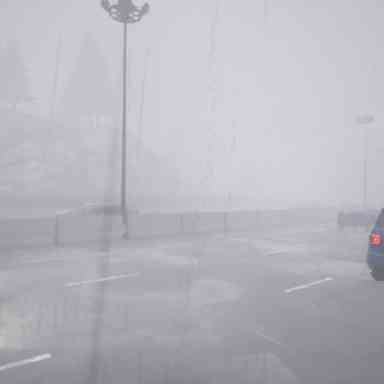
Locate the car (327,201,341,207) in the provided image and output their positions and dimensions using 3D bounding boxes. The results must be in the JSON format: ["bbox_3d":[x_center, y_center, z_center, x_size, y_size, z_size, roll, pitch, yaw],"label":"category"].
[{"bbox_3d":[23.195,2.146,53.923,1.812,1.442,4.674,0,-1,34],"label":"car"}]

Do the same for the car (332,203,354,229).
[{"bbox_3d":[11.941,1.763,23.317,5.008,1.535,1.882,1,-1,-45],"label":"car"}]

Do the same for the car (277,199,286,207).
[{"bbox_3d":[18.314,2.181,65.769,2.128,1.511,4.902,0,0,30],"label":"car"}]

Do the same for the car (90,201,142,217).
[{"bbox_3d":[-7.679,1.694,34.012,4.892,1.490,1.837,1,0,-42],"label":"car"}]

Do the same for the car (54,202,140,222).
[{"bbox_3d":[-6.146,1.612,21.542,4.892,1.490,1.837,1,0,-39],"label":"car"}]

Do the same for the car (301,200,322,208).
[{"bbox_3d":[20.816,2.111,56.666,2.128,1.511,4.902,0,0,34],"label":"car"}]

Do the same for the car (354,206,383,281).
[{"bbox_3d":[6.860,1.353,9.170,5.566,2.045,2.150,1,0,-40],"label":"car"}]

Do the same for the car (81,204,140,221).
[{"bbox_3d":[-7.221,1.761,29.729,4.718,1.301,1.895,1,-1,-41],"label":"car"}]

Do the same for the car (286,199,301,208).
[{"bbox_3d":[19.396,2.117,60.886,1.882,1.535,5.008,0,0,32],"label":"car"}]
